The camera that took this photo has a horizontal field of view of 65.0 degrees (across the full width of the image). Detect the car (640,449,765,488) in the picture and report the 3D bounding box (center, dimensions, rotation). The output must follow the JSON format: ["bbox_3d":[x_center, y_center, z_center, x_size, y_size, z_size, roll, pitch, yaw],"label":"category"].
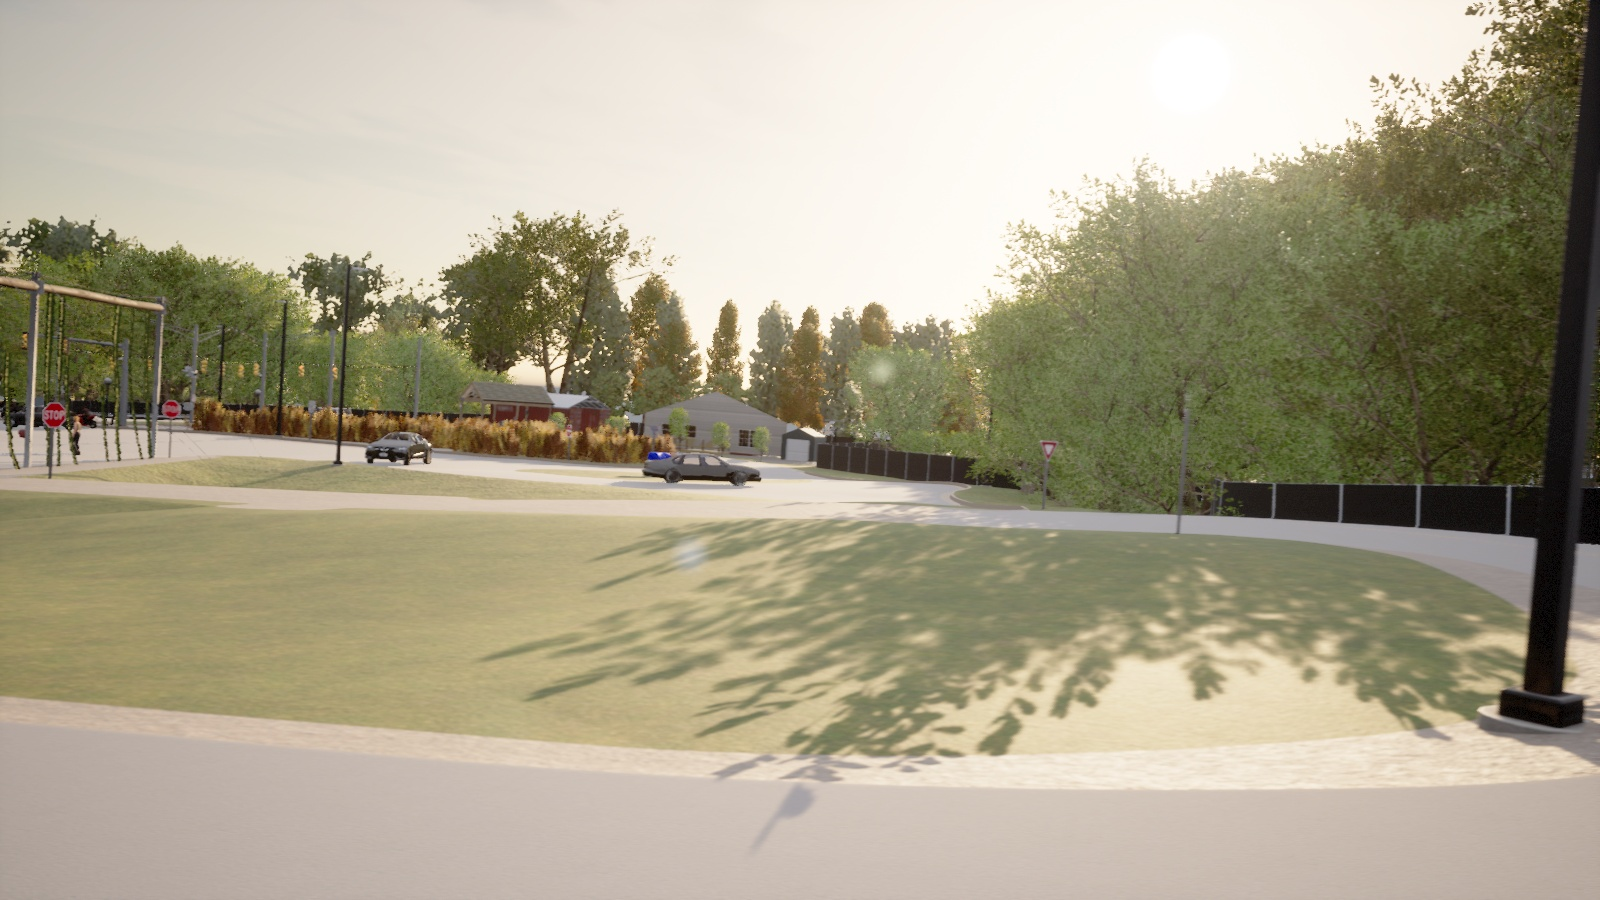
[{"bbox_3d":[-4.396,0.825,56.364,5.357,1.411,2.033,3,1,-11],"label":"car"}]

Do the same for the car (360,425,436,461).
[{"bbox_3d":[-20.542,-0.388,64.440,2.152,1.651,5.027,3,1,0],"label":"car"}]

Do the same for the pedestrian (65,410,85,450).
[{"bbox_3d":[-33.854,-0.943,58.636,0.594,1.836,0.345,5,2,4],"label":"pedestrian"}]

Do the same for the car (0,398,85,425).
[{"bbox_3d":[-48.256,-2.429,79.994,4.892,1.490,1.837,3,2,17],"label":"car"}]

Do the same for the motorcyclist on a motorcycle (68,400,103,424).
[{"bbox_3d":[-47.576,-2.525,83.602,2.044,1.523,0.797,3,2,17],"label":"motorcyclist on a motorcycle"}]
